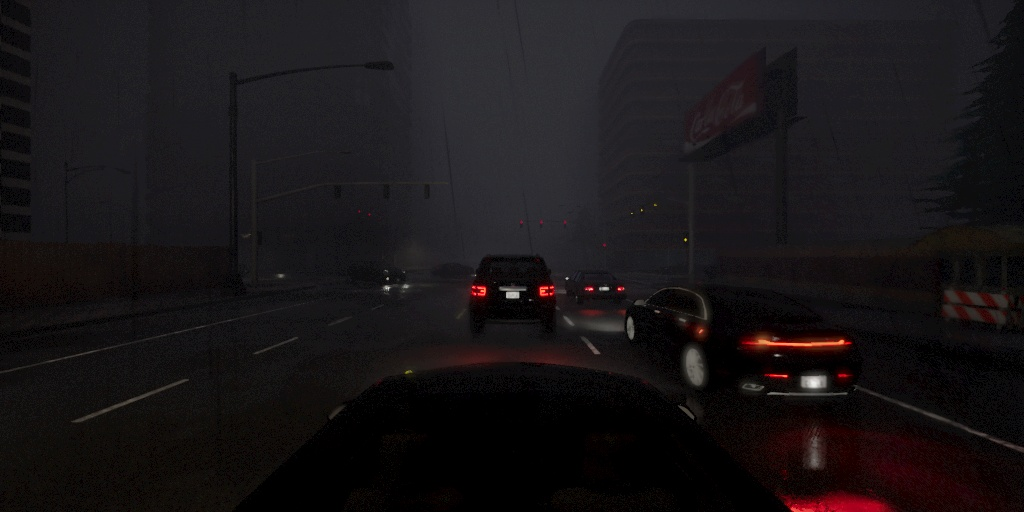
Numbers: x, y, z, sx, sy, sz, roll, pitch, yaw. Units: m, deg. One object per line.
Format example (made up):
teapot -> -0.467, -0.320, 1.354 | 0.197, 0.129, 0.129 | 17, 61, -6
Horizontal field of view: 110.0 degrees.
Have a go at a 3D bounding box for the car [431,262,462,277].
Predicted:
car -> -5.827, 1.321, 35.518 | 4.181, 1.385, 1.994 | 0, 0, -32

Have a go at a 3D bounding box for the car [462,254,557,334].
car -> 0.043, 0.973, 10.759 | 2.150, 2.045, 5.566 | 0, 0, 1

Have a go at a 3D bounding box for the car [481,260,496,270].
car -> -3.557, 1.287, 54.949 | 1.812, 1.442, 4.674 | 0, 0, 0

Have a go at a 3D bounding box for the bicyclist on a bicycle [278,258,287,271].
bicyclist on a bicycle -> -28.008, 1.059, 43.751 | 0.582, 1.620, 1.656 | 0, 0, 0

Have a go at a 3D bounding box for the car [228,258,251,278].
car -> -26.384, 0.976, 31.778 | 5.566, 2.045, 2.150 | 0, 0, 0

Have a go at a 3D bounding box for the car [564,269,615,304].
car -> 3.590, 1.300, 16.211 | 2.033, 1.411, 5.357 | 0, 0, 1

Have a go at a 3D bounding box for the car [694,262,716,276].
car -> 17.698, 1.247, 28.517 | 4.902, 1.511, 2.128 | 0, 0, 0

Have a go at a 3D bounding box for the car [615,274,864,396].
car -> 3.600, 1.256, 6.692 | 1.837, 1.490, 4.892 | 0, 0, 0

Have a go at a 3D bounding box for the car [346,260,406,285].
car -> -9.898, 1.106, 26.186 | 4.553, 1.767, 2.097 | 0, 0, 29

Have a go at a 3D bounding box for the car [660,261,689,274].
car -> 18.632, 1.284, 39.223 | 4.674, 1.442, 1.812 | 0, 0, 0
